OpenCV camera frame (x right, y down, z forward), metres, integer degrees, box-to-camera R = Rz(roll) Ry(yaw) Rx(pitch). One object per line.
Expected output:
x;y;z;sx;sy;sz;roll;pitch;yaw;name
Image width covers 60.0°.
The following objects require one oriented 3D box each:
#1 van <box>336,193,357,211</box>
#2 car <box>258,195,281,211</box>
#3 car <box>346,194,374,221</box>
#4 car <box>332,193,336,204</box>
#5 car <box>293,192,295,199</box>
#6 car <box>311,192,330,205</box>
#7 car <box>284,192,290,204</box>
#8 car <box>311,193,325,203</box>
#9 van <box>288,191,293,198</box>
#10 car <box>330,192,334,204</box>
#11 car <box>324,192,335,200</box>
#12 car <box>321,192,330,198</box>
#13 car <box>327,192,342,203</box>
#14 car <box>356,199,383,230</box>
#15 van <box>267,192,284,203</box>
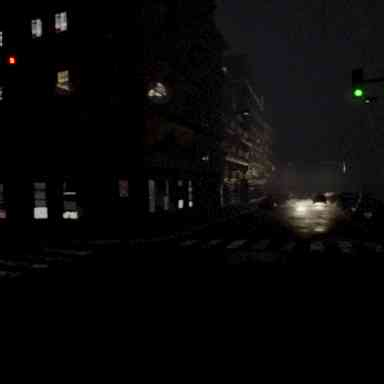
16.368;0.974;34.602;1.690;1.788;3.998;-2;0;19;van
8.497;1.377;37.354;1.947;1.339;4.313;-2;0;19;car
12.607;1.160;23.956;1.967;1.590;4.097;-2;0;19;car
18.257;1.133;39.924;1.887;1.381;4.507;-2;0;19;car
23.547;0.743;79.939;2.192;1.841;5.009;-2;0;19;car
18.633;1.080;48.623;1.837;1.490;4.892;-1;0;20;car
14.143;1.219;53.322;1.887;1.381;4.507;-2;0;19;car
21.962;0.983;58.265;2.128;1.511;4.902;-1;0;19;car
17.901;0.920;63.970;1.690;1.788;3.998;-2;0;19;van
22.018;0.937;50.569;1.967;1.590;4.097;-2;0;19;car
29.581;0.741;71.848;1.967;1.590;4.097;-2;0;19;car
35.228;0.697;87.816;2.008;1.369;4.403;-2;0;19;car
23.906;0.889;55.890;1.967;1.590;4.097;-2;0;19;car
10.728;1.308;18.633;1.887;1.381;4.507;-2;0;19;car
10.371;1.108;42.677;1.690;1.788;3.998;-2;0;19;van
